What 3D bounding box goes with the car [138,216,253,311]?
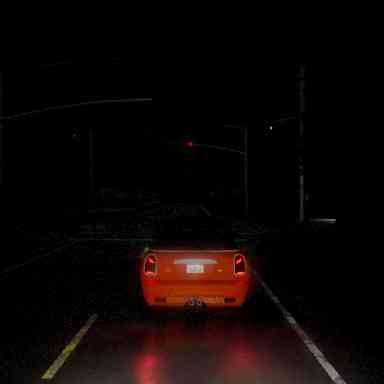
[{"bbox_3d":[0.064,1.352,7.908,2.097,1.767,4.553,0,0,0],"label":"car"}]
